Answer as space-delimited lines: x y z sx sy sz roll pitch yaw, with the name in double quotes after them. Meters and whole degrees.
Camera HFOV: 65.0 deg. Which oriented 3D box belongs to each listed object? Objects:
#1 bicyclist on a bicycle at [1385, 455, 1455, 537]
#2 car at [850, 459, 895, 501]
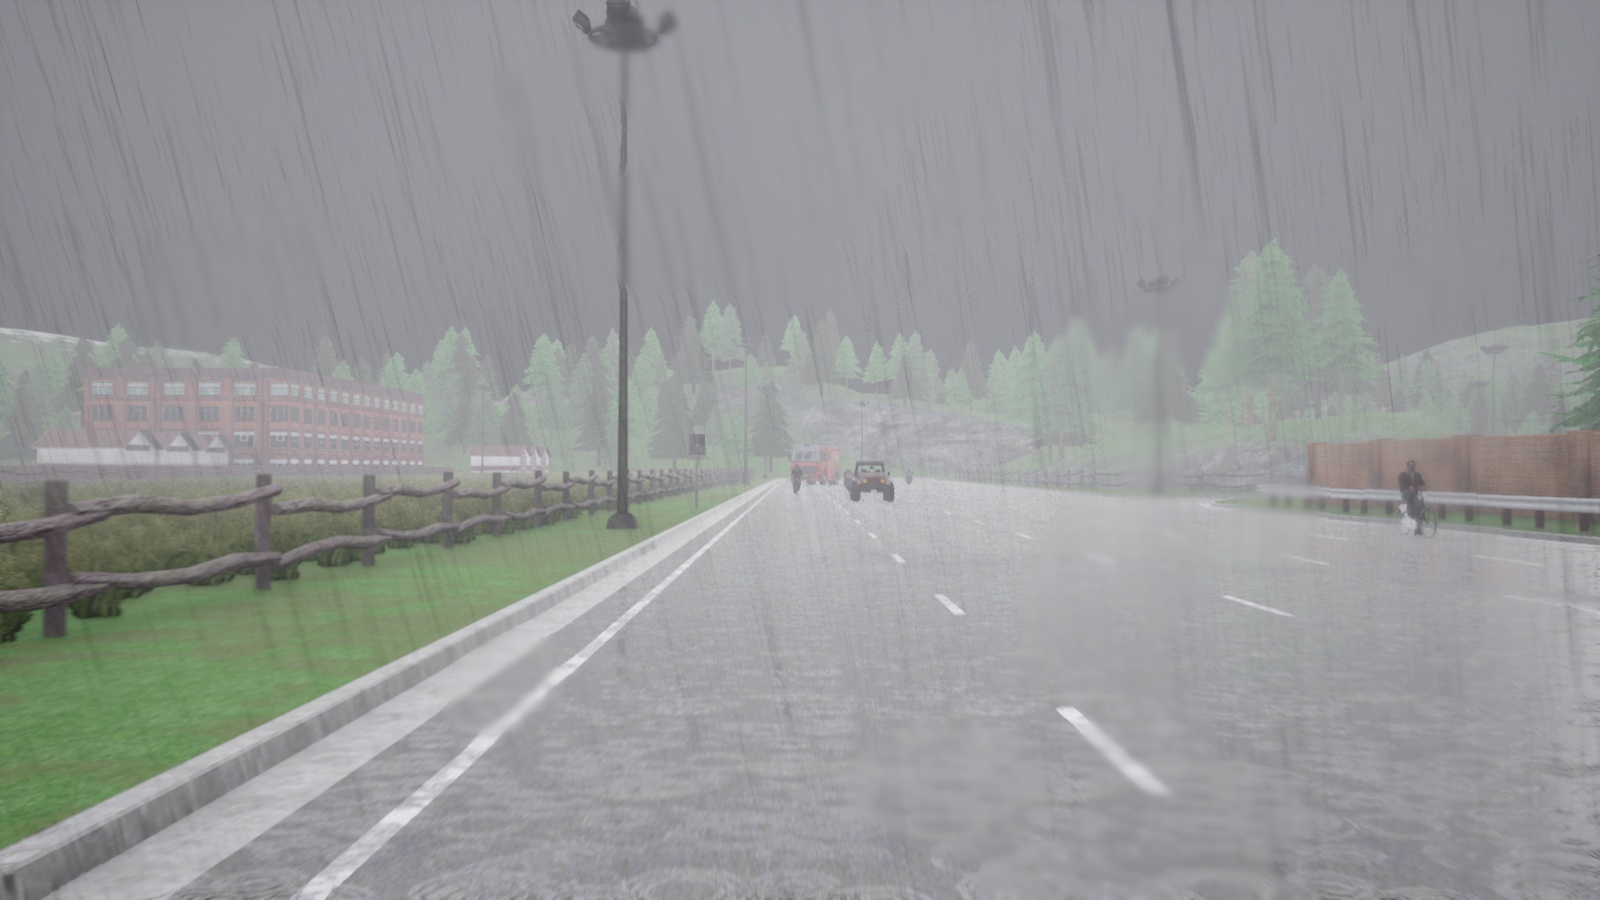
13.934 1.011 28.274 0.659 1.776 1.843 0 -1 0 "bicyclist on a bicycle"
3.363 1.396 58.823 1.905 1.878 3.866 0 -1 0 "car"
